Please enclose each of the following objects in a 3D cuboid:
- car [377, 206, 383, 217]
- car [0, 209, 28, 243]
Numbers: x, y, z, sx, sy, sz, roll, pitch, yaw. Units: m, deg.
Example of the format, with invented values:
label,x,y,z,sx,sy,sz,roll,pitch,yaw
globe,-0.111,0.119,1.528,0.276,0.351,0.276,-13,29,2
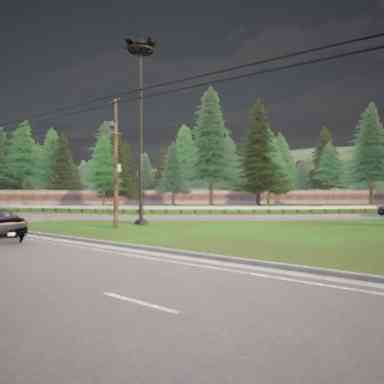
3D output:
label,x,y,z,sx,sy,sz,roll,pitch,yaw
car,18.924,1.480,29.313,5.008,1.535,1.882,0,0,-9
car,-9.303,1.503,14.918,4.902,1.511,2.128,0,0,36
